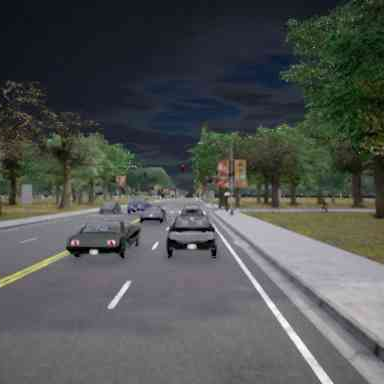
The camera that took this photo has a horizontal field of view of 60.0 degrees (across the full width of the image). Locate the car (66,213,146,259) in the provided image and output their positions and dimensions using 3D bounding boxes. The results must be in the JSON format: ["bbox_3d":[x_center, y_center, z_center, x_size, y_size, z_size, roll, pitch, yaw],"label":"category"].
[{"bbox_3d":[-3.238,1.734,13.263,1.895,1.301,4.718,0,-1,0],"label":"car"}]

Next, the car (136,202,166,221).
[{"bbox_3d":[-3.239,1.852,28.493,1.994,1.385,4.181,0,-1,0],"label":"car"}]

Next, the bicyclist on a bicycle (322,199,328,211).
[{"bbox_3d":[18.104,1.747,45.502,0.582,1.620,1.656,0,-1,0],"label":"bicyclist on a bicycle"}]

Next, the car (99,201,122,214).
[{"bbox_3d":[-9.790,1.919,40.162,1.837,1.490,4.892,0,-1,0],"label":"car"}]

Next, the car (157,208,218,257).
[{"bbox_3d":[0.016,1.628,13.512,2.128,1.511,4.902,0,0,1],"label":"car"}]

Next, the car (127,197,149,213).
[{"bbox_3d":[-6.531,1.648,41.108,2.150,2.045,5.566,0,-1,0],"label":"car"}]

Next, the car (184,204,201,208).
[{"bbox_3d":[0.008,1.795,28.506,1.837,1.490,4.892,0,0,1],"label":"car"}]
